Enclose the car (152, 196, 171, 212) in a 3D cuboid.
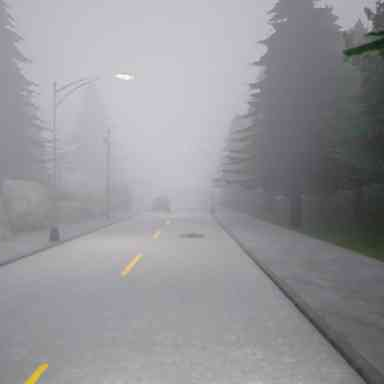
[{"bbox_3d":[-4.070,1.608,45.110,2.150,2.045,5.566,0,-1,0],"label":"car"}]
